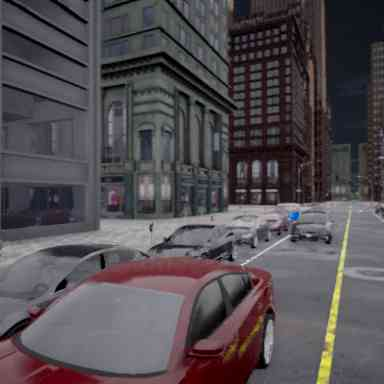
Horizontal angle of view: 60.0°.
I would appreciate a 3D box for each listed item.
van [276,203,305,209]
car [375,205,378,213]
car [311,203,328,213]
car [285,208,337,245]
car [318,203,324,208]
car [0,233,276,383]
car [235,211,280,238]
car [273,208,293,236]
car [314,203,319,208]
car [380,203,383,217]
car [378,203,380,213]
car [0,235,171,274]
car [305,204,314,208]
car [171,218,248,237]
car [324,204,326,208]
[{"bbox_3d":[7.558,1.784,26.185,1.690,1.788,3.998,-1,-1,26],"label":"van"},{"bbox_3d":[27.505,2.239,47.840,1.967,1.590,4.097,-1,-1,26],"label":"car"},{"bbox_3d":[19.831,2.428,51.548,2.008,1.369,4.403,-1,-1,26],"label":"car"},{"bbox_3d":[6.418,1.797,17.473,1.837,1.490,4.892,-1,-1,26],"label":"car"},{"bbox_3d":[14.922,2.267,41.401,1.947,1.339,4.313,-1,-1,26],"label":"car"},{"bbox_3d":[-0.434,1.543,3.537,1.882,1.535,5.008,-1,-1,26],"label":"car"},{"bbox_3d":[2.650,1.825,16.033,2.008,1.369,4.403,-1,-1,26],"label":"car"},{"bbox_3d":[5.105,1.940,21.107,1.802,1.307,4.206,-1,-1,26],"label":"car"},{"bbox_3d":[12.468,2.196,36.327,1.802,1.307,4.206,-1,-1,26],"label":"car"},{"bbox_3d":[20.142,1.851,32.623,2.192,1.841,5.009,-1,-1,26],"label":"car"},{"bbox_3d":[22.597,2.189,37.692,1.947,1.339,4.313,-1,-1,26],"label":"car"},{"bbox_3d":[-2.258,1.675,5.886,1.947,1.339,4.313,-1,-1,26],"label":"car"},{"bbox_3d":[9.939,2.051,31.101,1.752,1.417,4.829,-1,-1,26],"label":"car"},{"bbox_3d":[0.196,1.757,10.959,1.947,1.339,4.313,-1,-1,26],"label":"car"},{"bbox_3d":[17.376,2.355,46.474,1.947,1.339,4.313,-1,-1,26],"label":"car"}]
